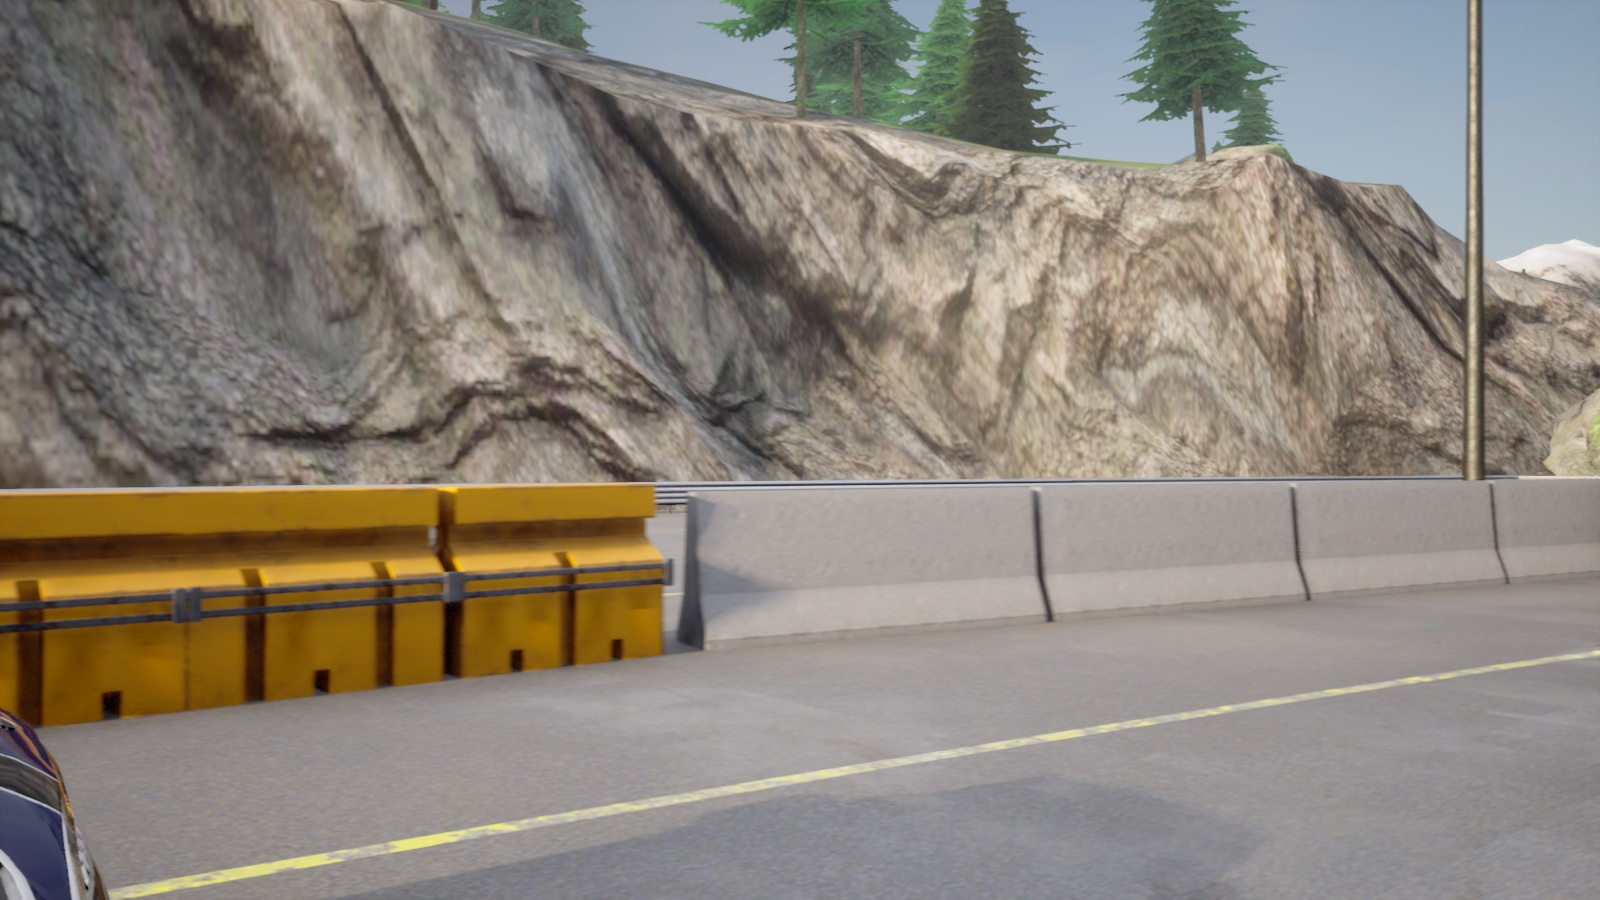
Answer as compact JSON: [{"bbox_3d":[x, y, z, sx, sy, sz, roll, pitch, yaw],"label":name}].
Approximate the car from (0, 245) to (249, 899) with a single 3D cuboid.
[{"bbox_3d":[-3.276,0.612,1.380,4.553,1.767,2.097,0,0,-36],"label":"car"}]
